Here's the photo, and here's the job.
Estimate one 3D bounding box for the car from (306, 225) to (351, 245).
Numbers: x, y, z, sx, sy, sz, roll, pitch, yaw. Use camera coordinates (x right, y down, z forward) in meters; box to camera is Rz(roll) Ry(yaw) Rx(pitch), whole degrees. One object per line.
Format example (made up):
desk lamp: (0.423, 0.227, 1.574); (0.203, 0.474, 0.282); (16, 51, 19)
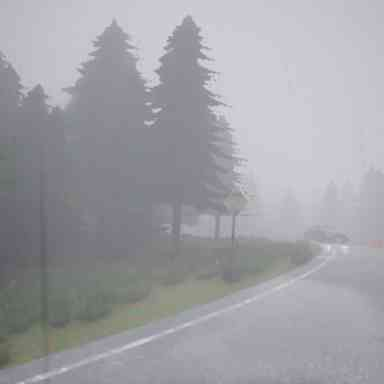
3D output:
car: (10.180, 3.240, 25.522); (2.033, 1.411, 5.357); (3, -7, 2)

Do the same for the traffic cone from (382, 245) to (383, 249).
traffic cone: (11.951, 3.212, 20.563); (0.340, 0.580, 0.340); (2, -6, 18)
